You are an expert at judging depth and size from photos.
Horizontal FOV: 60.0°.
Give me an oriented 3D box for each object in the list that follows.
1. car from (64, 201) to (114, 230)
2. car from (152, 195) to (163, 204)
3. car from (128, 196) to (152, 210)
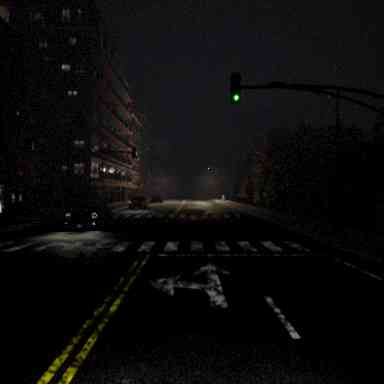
[{"bbox_3d":[-6.572,1.389,21.569,2.097,1.767,4.553,-1,0,0],"label":"car"},{"bbox_3d":[-6.673,1.328,63.181,2.097,1.767,4.553,0,-1,0],"label":"car"},{"bbox_3d":[-6.612,1.294,41.719,2.097,1.767,4.553,0,0,0],"label":"car"}]
